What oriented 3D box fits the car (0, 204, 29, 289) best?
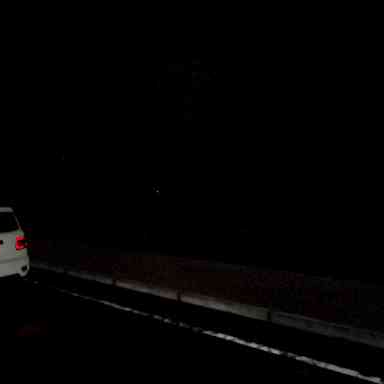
[{"bbox_3d":[-6.246,1.284,8.169,5.566,2.045,2.150,0,0,36],"label":"car"}]
